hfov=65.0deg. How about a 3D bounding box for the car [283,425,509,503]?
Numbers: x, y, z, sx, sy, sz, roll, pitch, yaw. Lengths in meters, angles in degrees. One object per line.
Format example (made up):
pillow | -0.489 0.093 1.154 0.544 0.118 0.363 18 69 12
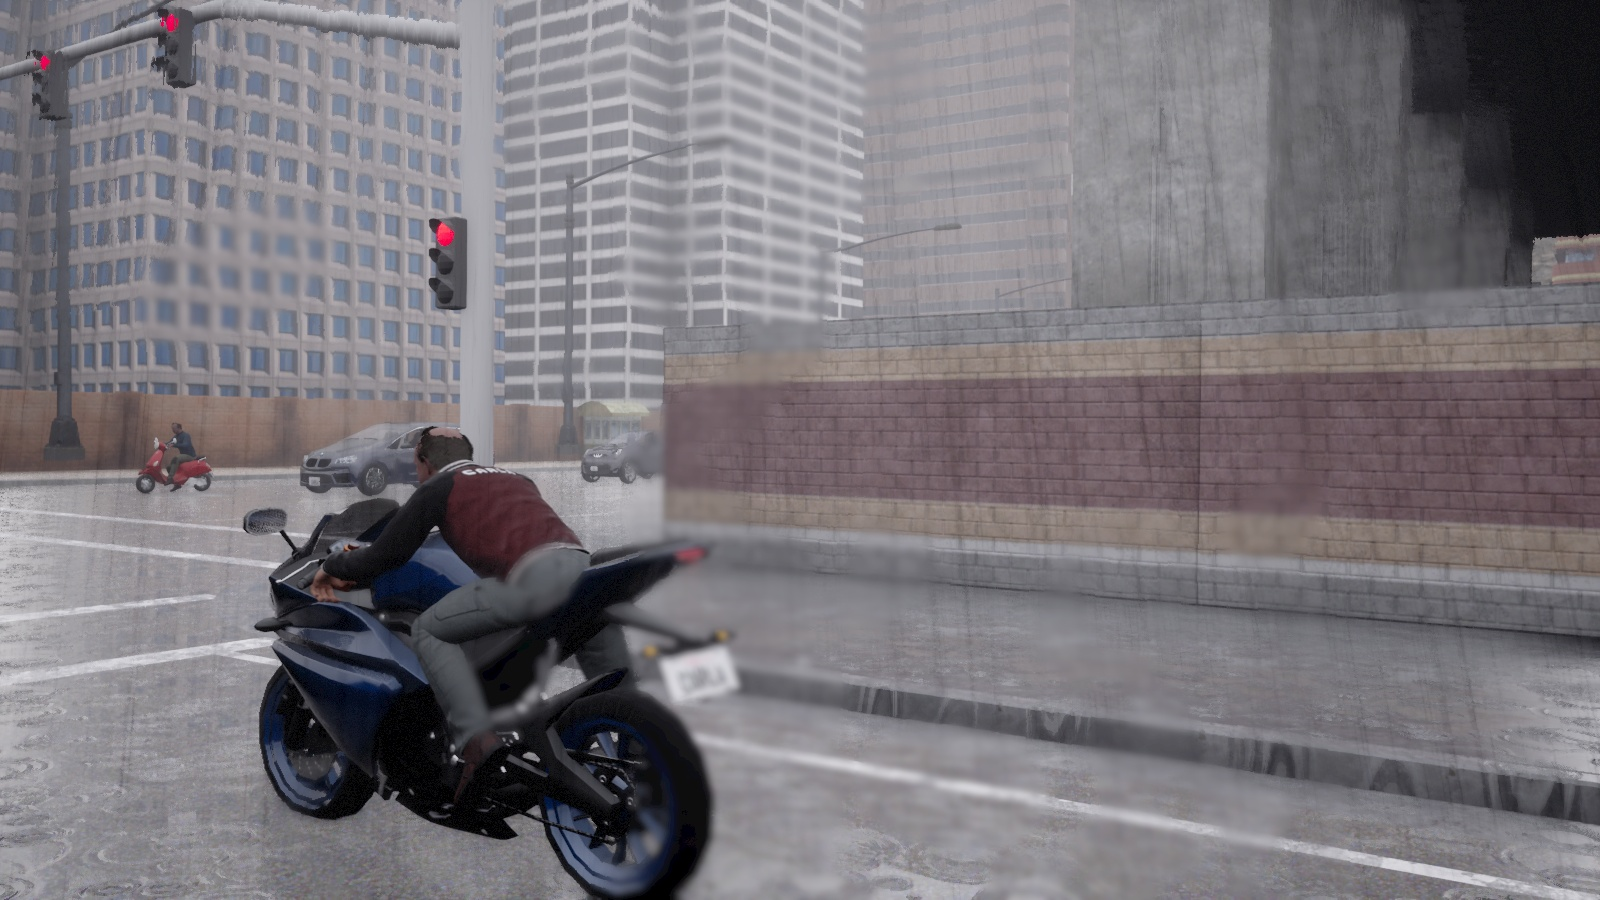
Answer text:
car | -9.348 0.262 29.395 2.242 1.667 4.611 0 1 34

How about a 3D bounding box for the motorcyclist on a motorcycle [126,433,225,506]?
motorcyclist on a motorcycle | -14.161 0.427 28.515 0.866 1.590 1.817 0 1 34

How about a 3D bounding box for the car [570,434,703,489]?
car | -4.679 0.295 36.288 1.845 1.501 3.633 0 1 34

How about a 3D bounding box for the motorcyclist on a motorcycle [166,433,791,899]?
motorcyclist on a motorcycle | -1.189 0.717 4.414 2.191 1.530 0.866 0 1 34
